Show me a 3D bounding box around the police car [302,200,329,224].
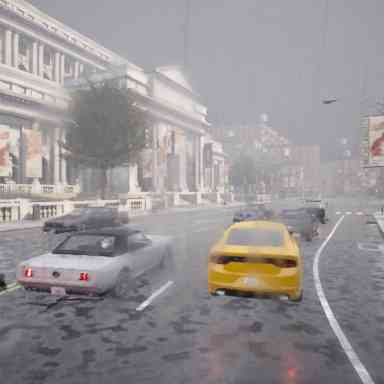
[{"bbox_3d":[9.193,1.425,25.118,1.930,1.638,5.238,0,0,27],"label":"police car"}]

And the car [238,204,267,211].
[{"bbox_3d":[4.487,1.547,23.355,2.033,1.411,5.357,0,0,27],"label":"car"}]

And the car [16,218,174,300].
[{"bbox_3d":[-1.984,1.601,8.509,1.895,1.301,4.718,0,0,15],"label":"car"}]

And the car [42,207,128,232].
[{"bbox_3d":[-5.717,1.548,18.831,2.033,1.411,5.357,0,0,26],"label":"car"}]

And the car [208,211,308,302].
[{"bbox_3d":[1.709,1.478,8.472,1.882,1.535,5.008,0,0,15],"label":"car"}]

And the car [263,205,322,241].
[{"bbox_3d":[5.179,1.564,16.767,1.994,1.385,4.181,0,0,26],"label":"car"}]
